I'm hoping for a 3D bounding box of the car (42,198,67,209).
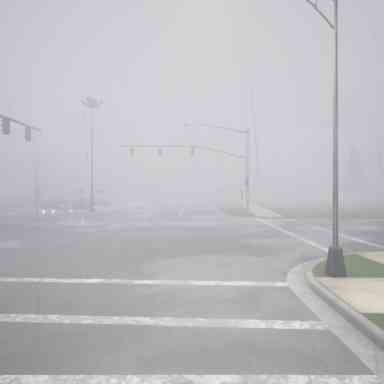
[{"bbox_3d":[-18.007,1.547,44.397,2.033,1.411,5.357,0,0,1],"label":"car"}]

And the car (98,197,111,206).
[{"bbox_3d":[-14.342,1.564,53.231,1.994,1.385,4.181,0,0,2],"label":"car"}]

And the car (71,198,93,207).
[{"bbox_3d":[-17.842,1.601,53.980,1.895,1.301,4.718,0,0,1],"label":"car"}]

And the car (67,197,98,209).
[{"bbox_3d":[-14.506,1.505,44.325,1.837,1.490,4.892,0,0,1],"label":"car"}]
